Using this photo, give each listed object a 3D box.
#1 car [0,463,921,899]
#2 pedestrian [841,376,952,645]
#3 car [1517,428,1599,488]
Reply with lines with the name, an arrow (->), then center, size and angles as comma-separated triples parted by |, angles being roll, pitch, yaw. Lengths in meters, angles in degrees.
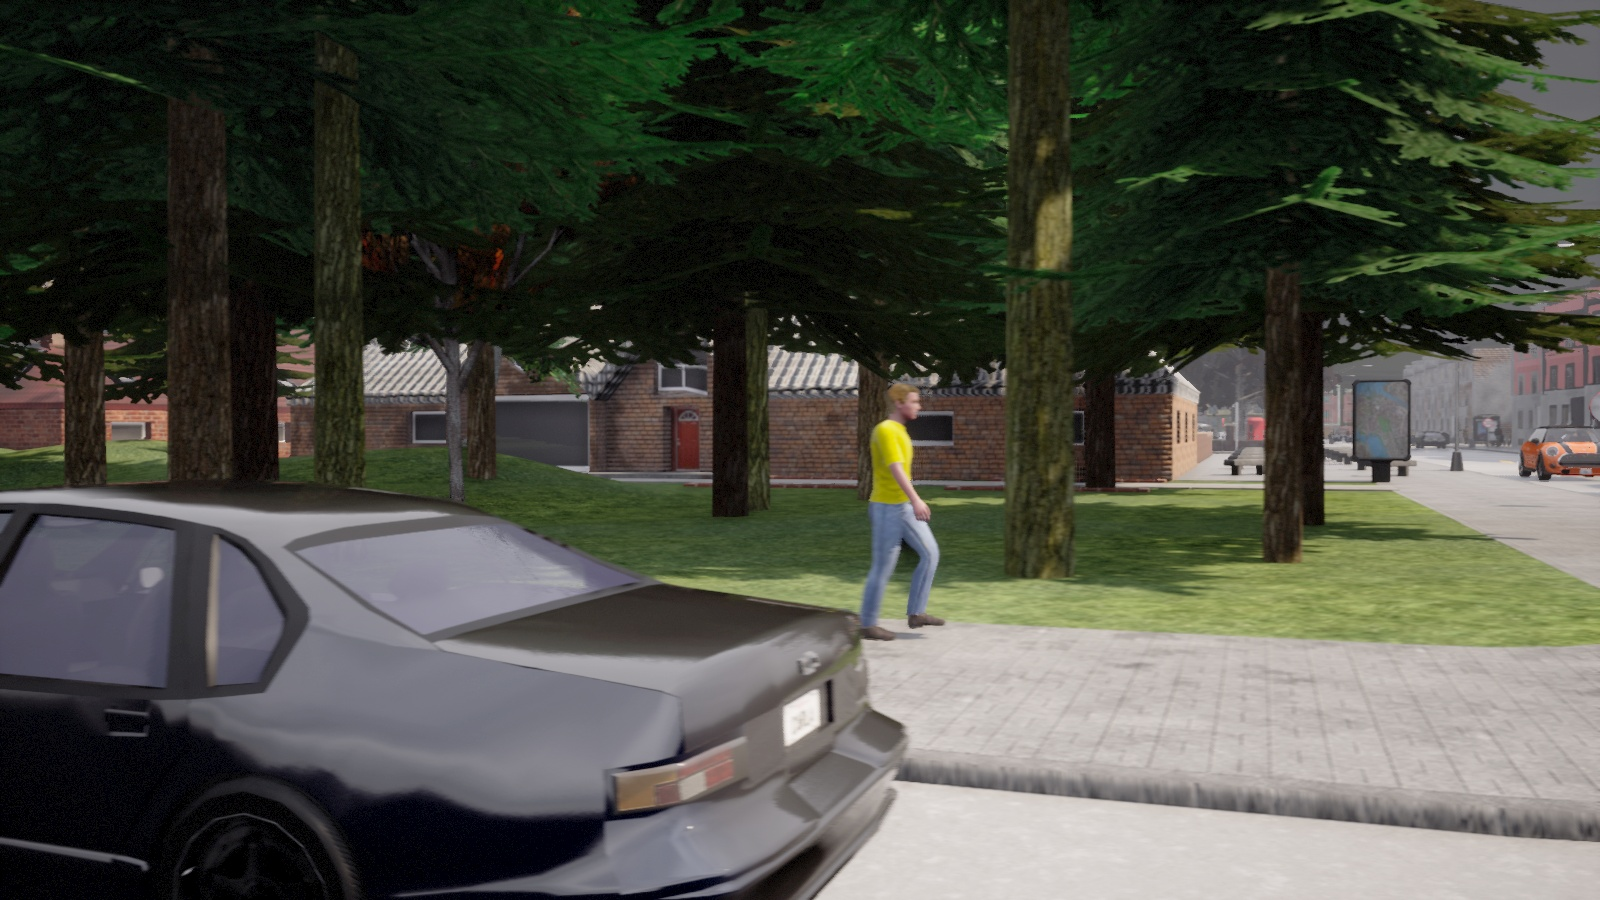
car -> -2.428, 0.798, 4.532 | 5.357, 1.411, 2.033 | 1, 1, 20
pedestrian -> 0.681, 0.409, 8.858 | 0.706, 1.836, 0.354 | 1, 1, 18
car -> 23.902, 0.207, 39.020 | 2.097, 1.767, 4.553 | 1, 1, 20
